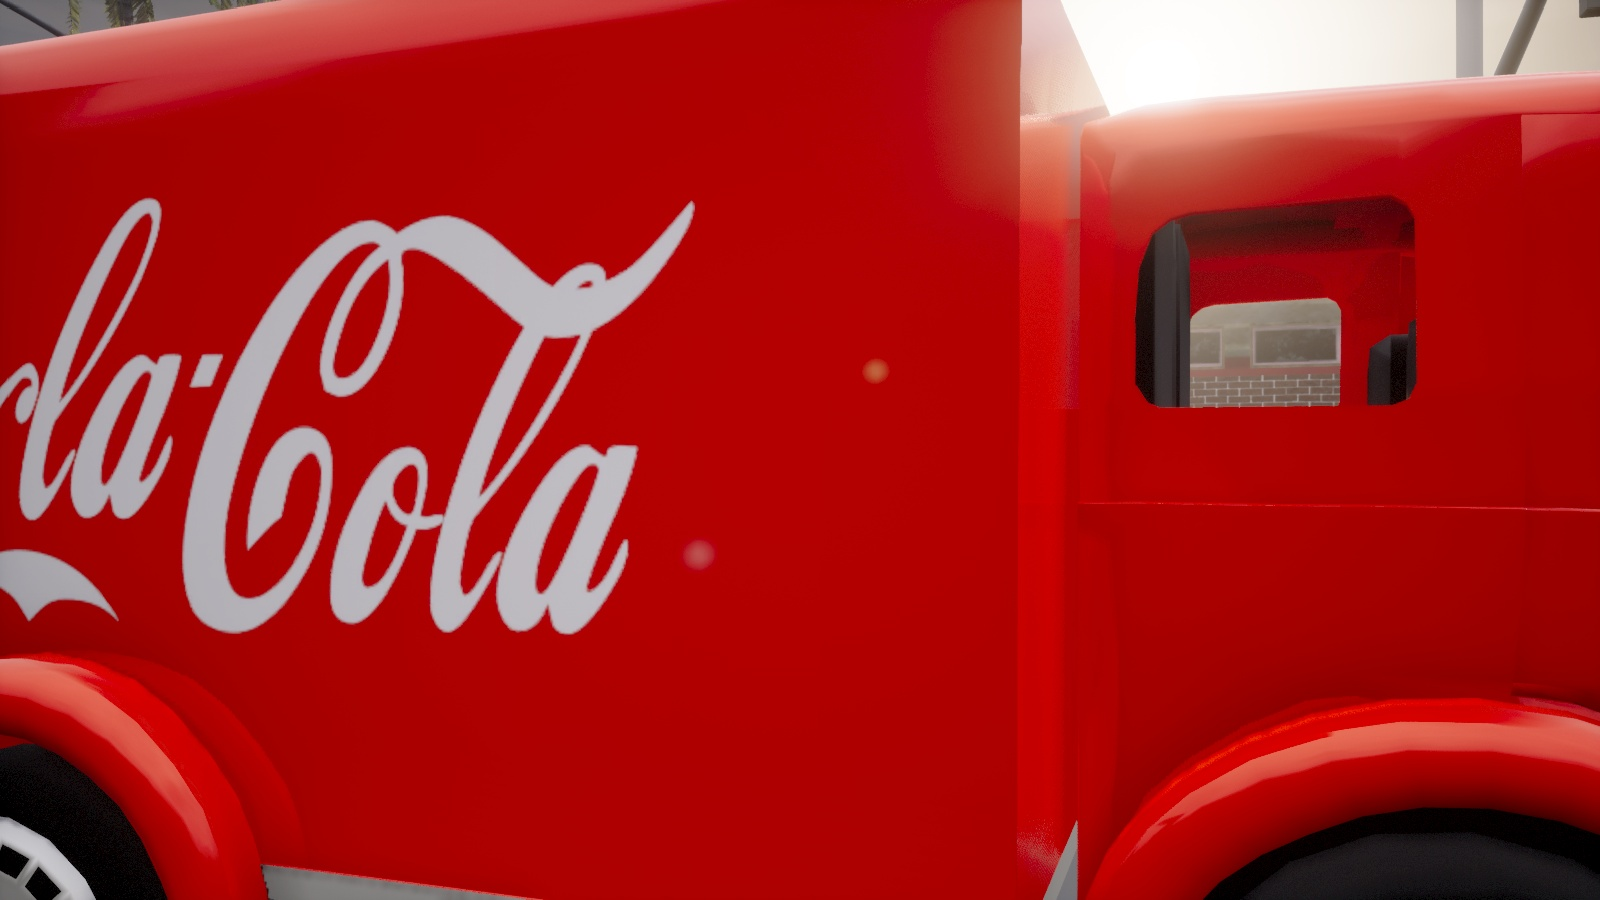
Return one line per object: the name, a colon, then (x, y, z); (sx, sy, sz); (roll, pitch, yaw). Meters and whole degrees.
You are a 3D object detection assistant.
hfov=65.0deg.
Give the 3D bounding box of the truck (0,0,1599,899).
truck: (-0.068, 0.283, 3.233); (5.204, 2.467, 2.627); (1, 1, 20)
